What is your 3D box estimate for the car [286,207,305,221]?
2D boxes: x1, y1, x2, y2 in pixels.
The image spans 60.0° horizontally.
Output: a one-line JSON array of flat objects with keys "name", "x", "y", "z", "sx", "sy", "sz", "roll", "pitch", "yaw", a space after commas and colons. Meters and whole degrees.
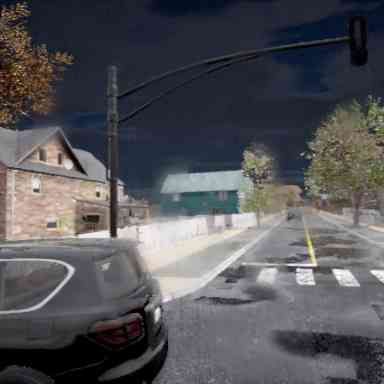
[{"name": "car", "x": 15.799, "y": 3.407, "z": 51.132, "sx": 2.150, "sy": 2.045, "sz": 5.566, "roll": -3, "pitch": -3, "yaw": 18}]

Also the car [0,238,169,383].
[{"name": "car", "x": -3.087, "y": 1.697, "z": 4.218, "sx": 5.566, "sy": 2.045, "sz": 2.150, "roll": -3, "pitch": -4, "yaw": 4}]
